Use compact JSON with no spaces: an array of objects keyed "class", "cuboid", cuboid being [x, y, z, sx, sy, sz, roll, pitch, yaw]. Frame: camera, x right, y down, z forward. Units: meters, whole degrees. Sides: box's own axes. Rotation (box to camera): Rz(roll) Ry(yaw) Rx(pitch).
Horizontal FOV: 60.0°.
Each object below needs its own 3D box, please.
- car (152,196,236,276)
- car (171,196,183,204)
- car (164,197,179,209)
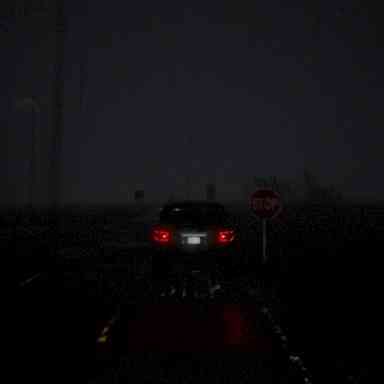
[{"class":"car","cuboid":[0.067,1.209,10.458,2.150,2.045,5.566,0,0,0]},{"class":"car","cuboid":[-2.761,1.485,62.710,2.033,1.411,5.357,0,0,1]},{"class":"car","cuboid":[-2.824,1.451,46.767,1.837,1.490,4.892,0,0,0]}]
